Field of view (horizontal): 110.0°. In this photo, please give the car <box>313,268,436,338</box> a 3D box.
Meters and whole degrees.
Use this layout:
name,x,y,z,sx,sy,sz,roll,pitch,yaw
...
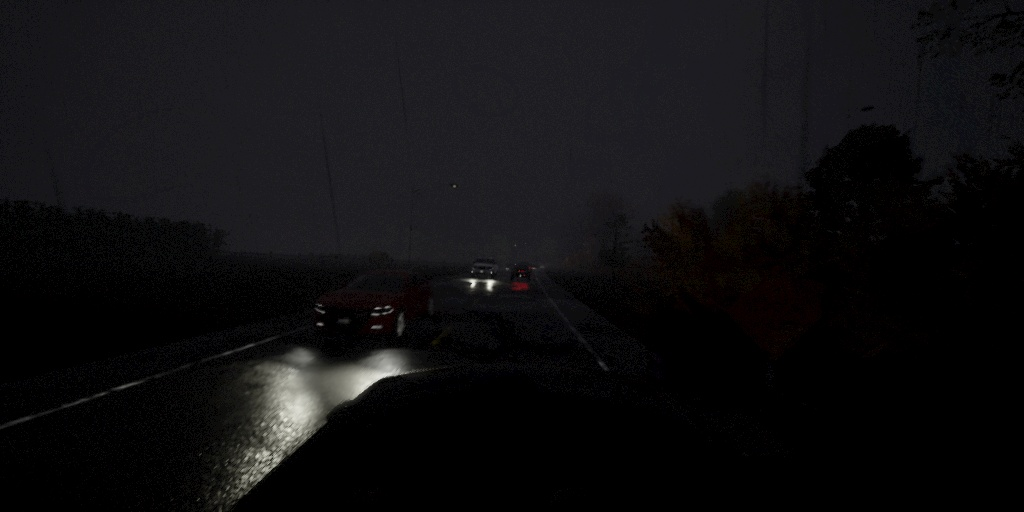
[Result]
name,x,y,z,sx,sy,sz,roll,pitch,yaw
car,-3.484,1.125,10.027,1.882,1.535,5.008,3,-1,1

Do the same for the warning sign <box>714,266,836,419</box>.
name,x,y,z,sx,sy,sz,roll,pitch,yaw
warning sign,3.558,1.065,4.974,1.300,1.860,1.060,0,0,0

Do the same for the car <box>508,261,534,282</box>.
name,x,y,z,sx,sy,sz,roll,pitch,yaw
car,0.861,1.552,33.909,1.837,1.490,4.892,3,-1,3

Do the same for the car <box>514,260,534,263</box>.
name,x,y,z,sx,sy,sz,roll,pitch,yaw
car,1.628,1.551,49.023,2.097,1.767,4.553,3,-1,3

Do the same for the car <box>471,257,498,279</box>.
name,x,y,z,sx,sy,sz,roll,pitch,yaw
car,-2.666,1.117,35.876,2.150,2.045,5.566,3,-1,3
